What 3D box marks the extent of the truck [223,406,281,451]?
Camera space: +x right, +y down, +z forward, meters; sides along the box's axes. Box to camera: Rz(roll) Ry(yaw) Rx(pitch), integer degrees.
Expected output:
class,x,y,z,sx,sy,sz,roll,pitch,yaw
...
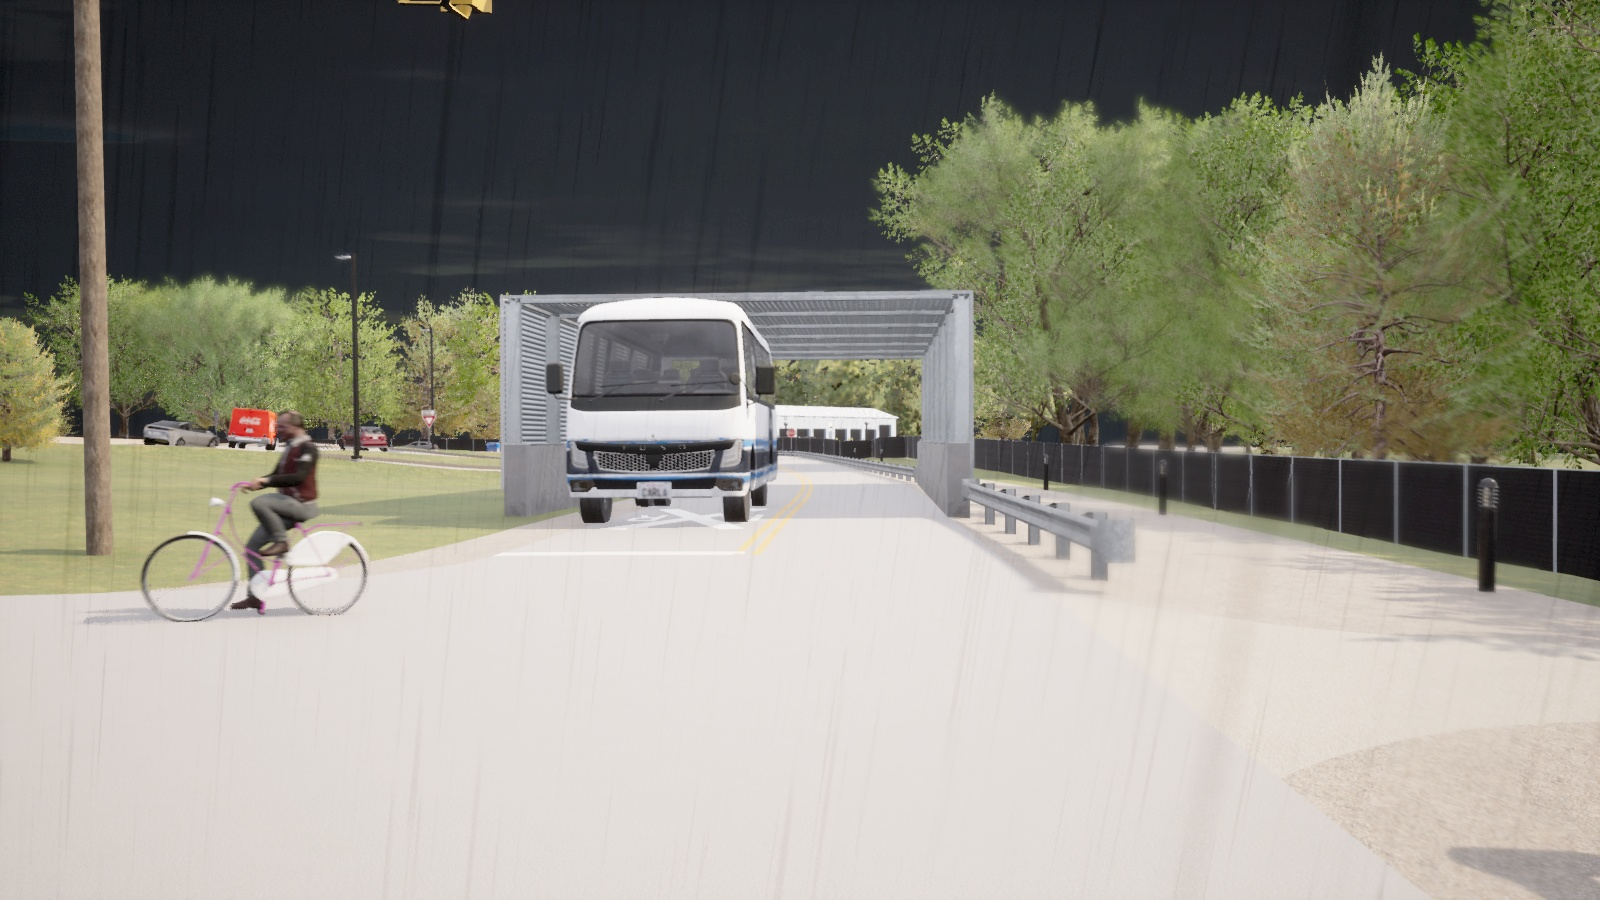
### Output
class,x,y,z,sx,sy,sz,roll,pitch,yaw
truck,-34.672,-1.305,79.589,2.627,2.467,5.204,5,-2,-17

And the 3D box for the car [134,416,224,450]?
class,x,y,z,sx,sy,sz,roll,pitch,yaw
car,-32.758,-0.872,66.428,2.007,1.525,4.514,7,1,7

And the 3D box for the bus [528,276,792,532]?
class,x,y,z,sx,sy,sz,roll,pitch,yaw
bus,-2.381,-0.791,26.172,3.944,4.253,10.273,0,0,2

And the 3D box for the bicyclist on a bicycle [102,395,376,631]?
class,x,y,z,sx,sy,sz,roll,pitch,yaw
bicyclist on a bicycle,-4.558,0.524,10.311,1.843,1.776,0.659,5,-3,-44

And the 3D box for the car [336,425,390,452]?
class,x,y,z,sx,sy,sz,roll,pitch,yaw
car,-26.169,-0.705,75.089,1.789,1.549,3.705,-1,2,-41
